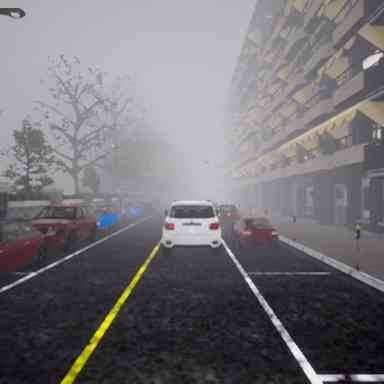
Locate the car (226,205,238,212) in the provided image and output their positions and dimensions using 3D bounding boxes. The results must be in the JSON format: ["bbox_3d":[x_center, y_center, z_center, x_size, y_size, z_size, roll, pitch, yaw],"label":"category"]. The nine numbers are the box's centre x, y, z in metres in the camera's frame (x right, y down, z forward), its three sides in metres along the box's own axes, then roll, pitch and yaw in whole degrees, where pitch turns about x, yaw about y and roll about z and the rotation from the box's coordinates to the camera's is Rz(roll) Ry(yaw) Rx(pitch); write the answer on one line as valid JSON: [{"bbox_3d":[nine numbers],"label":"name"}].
[{"bbox_3d":[2.679,1.714,26.062,1.967,1.590,4.097,0,-1,0],"label":"car"}]

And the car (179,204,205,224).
[{"bbox_3d":[-0.012,1.852,28.989,2.033,1.411,5.357,0,-1,0],"label":"car"}]

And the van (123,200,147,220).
[{"bbox_3d":[-5.705,1.675,31.689,1.690,1.788,3.998,0,-1,0],"label":"van"}]

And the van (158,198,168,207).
[{"bbox_3d":[-5.720,2.049,65.468,1.690,1.788,3.998,0,-1,0],"label":"van"}]

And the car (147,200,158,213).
[{"bbox_3d":[-5.710,2.020,42.947,1.947,1.339,4.313,0,-1,0],"label":"car"}]

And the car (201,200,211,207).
[{"bbox_3d":[2.661,2.235,65.640,1.752,1.417,4.829,0,-1,0],"label":"car"}]

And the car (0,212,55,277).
[{"bbox_3d":[-5.693,1.534,9.166,1.967,1.590,4.097,0,-1,0],"label":"car"}]

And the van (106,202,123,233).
[{"bbox_3d":[-5.699,1.555,20.429,1.690,1.788,3.998,0,-1,0],"label":"van"}]

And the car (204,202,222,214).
[{"bbox_3d":[2.671,2.020,42.951,1.947,1.339,4.313,0,-1,0],"label":"car"}]

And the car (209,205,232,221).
[{"bbox_3d":[2.676,1.915,31.691,1.802,1.307,4.206,0,-1,0],"label":"car"}]

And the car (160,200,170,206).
[{"bbox_3d":[-5.723,2.355,71.095,1.802,1.307,4.206,0,-1,0],"label":"car"}]

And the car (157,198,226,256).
[{"bbox_3d":[-0.006,1.362,14.007,2.150,2.045,5.566,0,0,0],"label":"car"}]

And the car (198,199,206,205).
[{"bbox_3d":[2.317,2.394,79.122,1.812,1.442,4.674,0,-1,0],"label":"car"}]

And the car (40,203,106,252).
[{"bbox_3d":[-5.697,1.469,14.799,2.192,1.841,5.009,0,-1,0],"label":"car"}]

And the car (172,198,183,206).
[{"bbox_3d":[-3.031,2.127,71.092,2.097,1.767,4.553,0,-1,0],"label":"car"}]

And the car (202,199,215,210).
[{"bbox_3d":[2.666,2.019,54.211,1.967,1.590,4.097,0,-1,0],"label":"car"}]

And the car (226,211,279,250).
[{"bbox_3d":[2.684,1.736,14.799,1.802,1.307,4.206,0,-1,0],"label":"car"}]

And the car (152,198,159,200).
[{"bbox_3d":[-5.714,1.894,54.209,2.192,1.841,5.009,0,-1,0],"label":"car"}]
